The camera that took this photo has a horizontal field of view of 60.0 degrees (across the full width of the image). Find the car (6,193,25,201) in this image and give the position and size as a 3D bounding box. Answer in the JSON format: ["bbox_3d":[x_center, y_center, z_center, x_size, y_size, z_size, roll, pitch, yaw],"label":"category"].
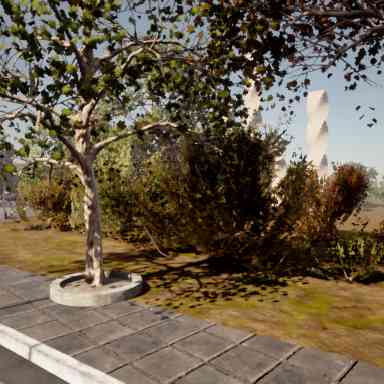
[{"bbox_3d":[-29.346,0.935,56.410,2.033,1.411,5.357,1,-2,2],"label":"car"}]
